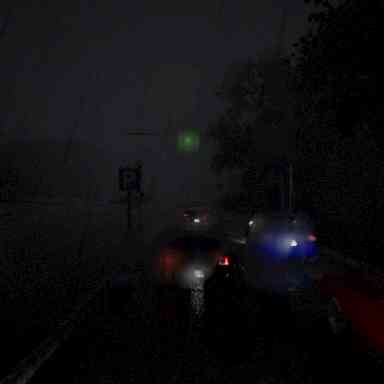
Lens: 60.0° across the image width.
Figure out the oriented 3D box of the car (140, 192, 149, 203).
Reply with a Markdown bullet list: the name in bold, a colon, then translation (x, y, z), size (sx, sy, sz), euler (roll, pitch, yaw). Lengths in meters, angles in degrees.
- **car**: translation (-10.839, 1.321, 58.578), size (5.366, 1.575, 1.946), euler (-1, 0, -15)

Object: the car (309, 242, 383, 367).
- **car**: translation (3.121, 1.608, 3.686), size (1.895, 1.301, 4.718), euler (0, 0, 0)

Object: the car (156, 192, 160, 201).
- **car**: translation (-9.686, 1.368, 70.537), size (4.674, 1.452, 2.002), euler (-1, 0, -13)

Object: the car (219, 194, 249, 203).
- **car**: translation (8.160, 1.271, 64.156), size (5.366, 1.575, 1.946), euler (1, 0, -13)

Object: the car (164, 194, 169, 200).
- **car**: translation (-8.505, 1.368, 79.522), size (4.674, 1.452, 2.002), euler (-1, 0, -12)

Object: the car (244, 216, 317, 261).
- **car**: translation (3.159, 1.586, 12.441), size (1.994, 1.385, 4.181), euler (0, 0, 1)

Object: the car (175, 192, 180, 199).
- **car**: translation (-6.676, 1.327, 91.468), size (5.008, 1.535, 2.097), euler (-1, 0, -11)

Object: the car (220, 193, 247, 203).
- **car**: translation (7.626, 1.148, 61.162), size (4.553, 1.767, 2.185), euler (1, 0, -14)

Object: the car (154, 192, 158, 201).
- **car**: translation (-10.057, 1.329, 67.542), size (4.892, 1.521, 2.231), euler (-1, 0, -14)

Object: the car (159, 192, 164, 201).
- **car**: translation (-9.317, 1.368, 73.539), size (4.674, 1.452, 2.002), euler (-1, 0, -13)

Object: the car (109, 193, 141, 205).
- **car**: translation (-11.482, 1.363, 55.586), size (4.792, 1.488, 2.163), euler (-1, 0, -15)

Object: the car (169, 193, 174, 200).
- **car**: translation (-8.057, 1.076, 82.528), size (5.566, 2.045, 2.435), euler (-1, 0, -12)

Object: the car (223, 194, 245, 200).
- **car**: translation (10.708, 1.258, 84.661), size (5.008, 1.535, 2.097), euler (1, 0, -11)

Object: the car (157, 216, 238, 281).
- **car**: translation (0.146, 1.619, 9.893), size (1.895, 1.301, 4.718), euler (0, 0, 0)

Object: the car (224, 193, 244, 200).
- **car**: translation (10.304, 1.136, 81.732), size (4.553, 1.767, 2.185), euler (1, 0, -11)

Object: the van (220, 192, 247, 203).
- **van**: translation (7.244, 1.049, 58.192), size (4.442, 1.987, 1.878), euler (1, 0, -14)

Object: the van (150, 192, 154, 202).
- **van**: translation (-10.284, 1.100, 64.571), size (4.442, 1.987, 1.878), euler (-1, 0, -14)

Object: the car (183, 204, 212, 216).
- **car**: translation (0.351, 1.552, 22.540), size (1.812, 1.442, 4.674), euler (0, 1, 1)

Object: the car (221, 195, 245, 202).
- **car**: translation (8.672, 1.309, 69.995), size (4.674, 1.452, 2.002), euler (1, 0, -13)
